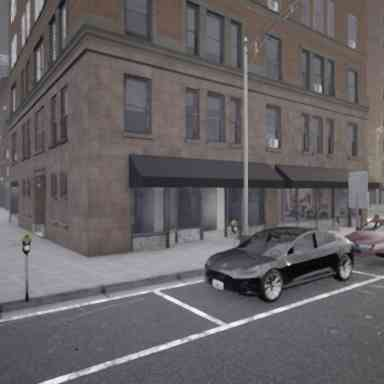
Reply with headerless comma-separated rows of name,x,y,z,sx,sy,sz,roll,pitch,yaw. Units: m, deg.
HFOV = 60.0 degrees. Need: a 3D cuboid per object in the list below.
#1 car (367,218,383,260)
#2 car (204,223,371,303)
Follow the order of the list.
car,6.760,1.574,11.464,4.206,1.307,1.802,0,0,-36
car,2.306,1.561,8.235,4.313,1.339,1.947,0,0,-36
